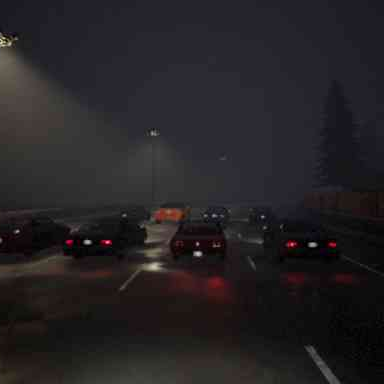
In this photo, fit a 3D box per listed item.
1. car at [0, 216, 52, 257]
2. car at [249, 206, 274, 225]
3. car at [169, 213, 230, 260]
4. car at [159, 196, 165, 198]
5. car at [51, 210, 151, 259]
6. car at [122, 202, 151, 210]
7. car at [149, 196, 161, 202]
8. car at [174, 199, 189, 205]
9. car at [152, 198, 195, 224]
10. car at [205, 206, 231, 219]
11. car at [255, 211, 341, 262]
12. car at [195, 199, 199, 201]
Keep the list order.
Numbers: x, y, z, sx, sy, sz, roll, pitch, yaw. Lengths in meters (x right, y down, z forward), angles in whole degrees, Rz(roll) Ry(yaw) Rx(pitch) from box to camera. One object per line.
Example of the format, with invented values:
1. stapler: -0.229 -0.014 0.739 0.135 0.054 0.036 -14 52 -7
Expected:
1. car: -6.601 1.685 13.624 1.994 1.385 4.181 0 0 5
2. car: 5.531 1.816 26.322 1.994 1.385 4.181 0 0 10
3. car: 0.362 1.723 12.947 1.895 1.301 4.718 0 0 4
4. car: -5.465 2.338 80.799 1.895 1.301 4.718 0 -1 26
5. car: -3.140 1.666 13.087 2.033 1.411 5.357 0 -1 4
6. car: -4.842 1.820 27.991 1.994 1.385 4.181 0 -1 10
7. car: -8.502 1.979 82.543 2.150 2.045 5.566 0 -1 26
8. car: -2.414 2.284 79.086 1.994 1.385 4.181 0 -1 26
9. car: -1.418 1.603 27.252 2.097 1.767 4.553 0 -1 10
10. car: 2.013 1.797 26.580 2.033 1.411 5.357 0 -1 10
11. car: 3.841 1.670 12.578 2.033 1.411 5.357 0 -1 4
12. car: 0.621 2.312 77.313 1.895 1.301 4.718 0 -1 26
